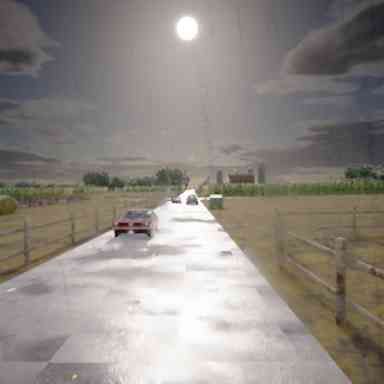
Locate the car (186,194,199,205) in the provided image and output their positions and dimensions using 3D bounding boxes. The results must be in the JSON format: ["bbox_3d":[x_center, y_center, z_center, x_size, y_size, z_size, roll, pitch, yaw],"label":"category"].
[{"bbox_3d":[0.036,1.365,55.865,1.812,1.442,4.674,0,0,1],"label":"car"}]

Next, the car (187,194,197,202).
[{"bbox_3d":[0.012,1.198,68.491,1.882,1.535,5.008,0,0,0],"label":"car"}]

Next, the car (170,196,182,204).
[{"bbox_3d":[-2.768,1.367,59.401,2.033,1.411,5.357,0,0,1],"label":"car"}]

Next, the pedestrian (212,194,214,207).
[{"bbox_3d":[2.833,1.163,45.416,0.375,1.860,0.375,0,0,-15],"label":"pedestrian"}]

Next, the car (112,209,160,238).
[{"bbox_3d":[-2.846,1.577,17.751,1.895,1.301,4.718,0,0,0],"label":"car"}]
